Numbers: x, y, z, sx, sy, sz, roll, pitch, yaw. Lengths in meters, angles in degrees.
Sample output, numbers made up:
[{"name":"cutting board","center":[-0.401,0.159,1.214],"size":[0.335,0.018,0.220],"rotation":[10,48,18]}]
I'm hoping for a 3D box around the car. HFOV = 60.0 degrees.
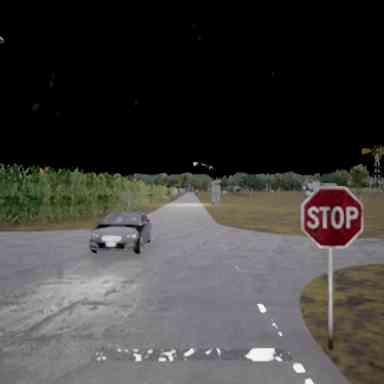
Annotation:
[{"name":"car","center":[-2.735,1.532,13.709],"size":[2.128,1.511,4.902],"rotation":[1,-1,0]}]
